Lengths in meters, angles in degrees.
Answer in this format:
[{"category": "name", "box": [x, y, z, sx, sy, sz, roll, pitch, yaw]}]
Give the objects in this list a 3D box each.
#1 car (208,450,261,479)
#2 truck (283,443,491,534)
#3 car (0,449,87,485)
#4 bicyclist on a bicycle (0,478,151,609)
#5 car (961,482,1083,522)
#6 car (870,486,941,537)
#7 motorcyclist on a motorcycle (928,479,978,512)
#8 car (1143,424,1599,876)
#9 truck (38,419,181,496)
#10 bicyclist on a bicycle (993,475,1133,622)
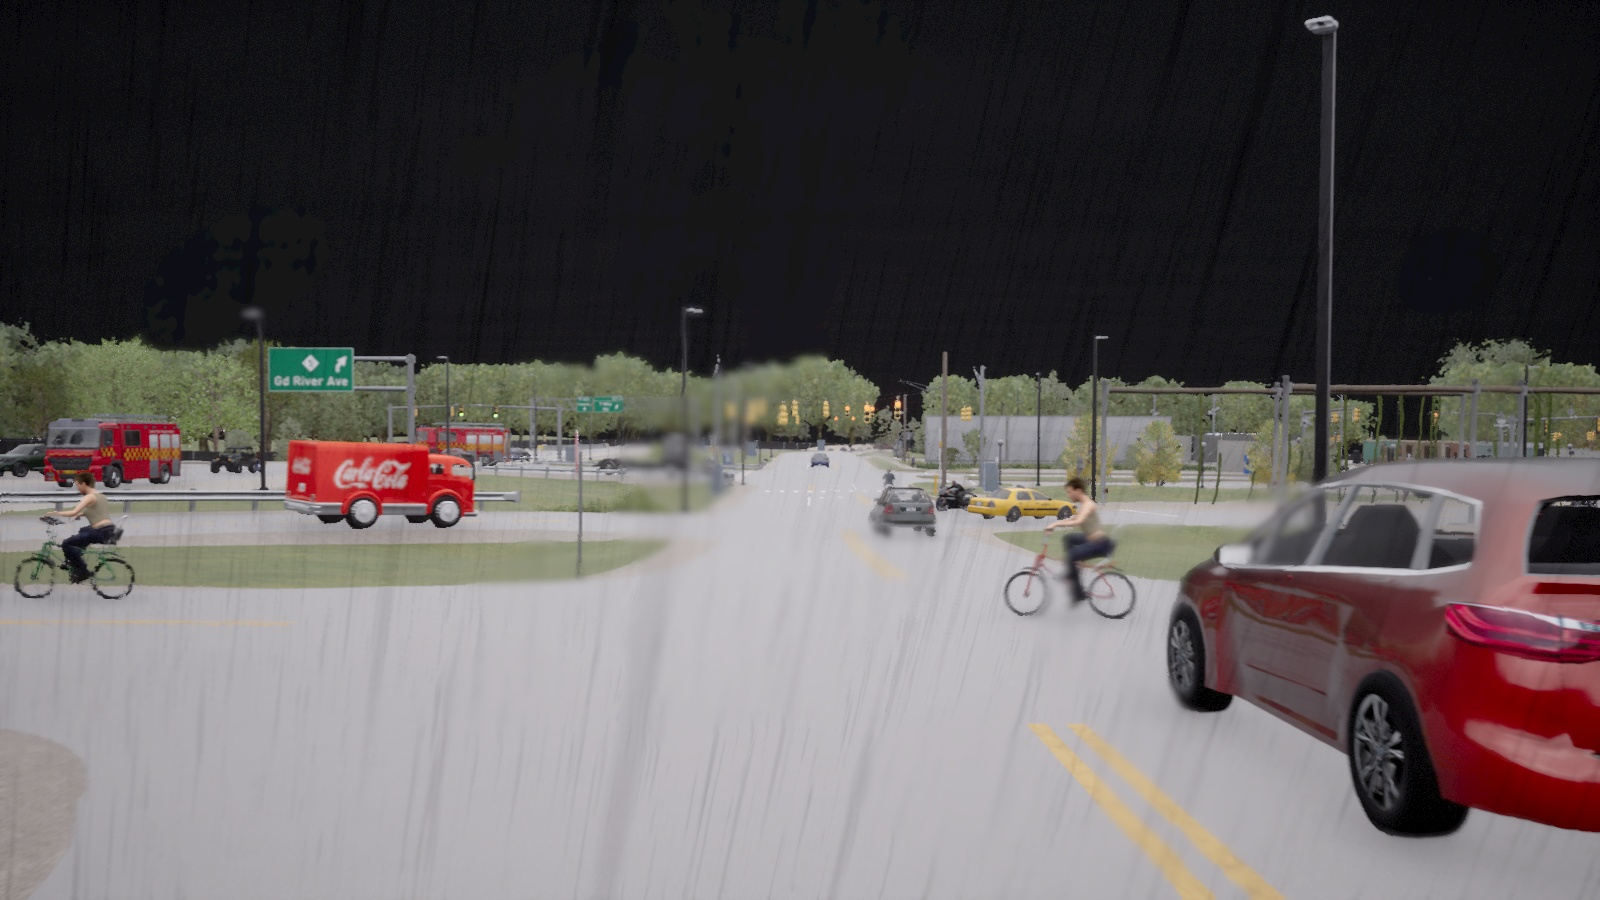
[{"category": "car", "box": [-39.836, 1.002, 88.546, 1.905, 1.878, 3.866, 0, 1, 1]}, {"category": "truck", "box": [-12.303, 1.145, 37.559, 5.204, 2.467, 2.627, 2, 0, -42]}, {"category": "car", "box": [-47.592, 1.021, 78.116, 2.150, 2.045, 5.566, 0, 1, 19]}, {"category": "bicyclist on a bicycle", "box": [-9.204, 1.164, 15.884, 1.509, 1.612, 0.866, 0, -2, -3]}, {"category": "car", "box": [9.782, 2.246, 55.135, 5.366, 1.575, 1.801, 1, 1, -30]}, {"category": "car", "box": [3.383, 1.983, 40.993, 1.789, 1.549, 3.705, 0, -1, -4]}, {"category": "motorcyclist on a motorcycle", "box": [7.300, 2.170, 59.750, 2.191, 1.530, 0.866, 1, 2, -27]}, {"category": "car", "box": [3.627, 0.794, 6.954, 2.242, 1.667, 4.611, 0, -1, 1]}, {"category": "truck", "box": [-36.557, 0.330, 66.916, 2.891, 3.827, 8.468, 0, 1, 1]}, {"category": "bicyclist on a bicycle", "box": [3.018, 1.099, 14.402, 1.509, 1.612, 0.866, -1, -2, 13]}]
